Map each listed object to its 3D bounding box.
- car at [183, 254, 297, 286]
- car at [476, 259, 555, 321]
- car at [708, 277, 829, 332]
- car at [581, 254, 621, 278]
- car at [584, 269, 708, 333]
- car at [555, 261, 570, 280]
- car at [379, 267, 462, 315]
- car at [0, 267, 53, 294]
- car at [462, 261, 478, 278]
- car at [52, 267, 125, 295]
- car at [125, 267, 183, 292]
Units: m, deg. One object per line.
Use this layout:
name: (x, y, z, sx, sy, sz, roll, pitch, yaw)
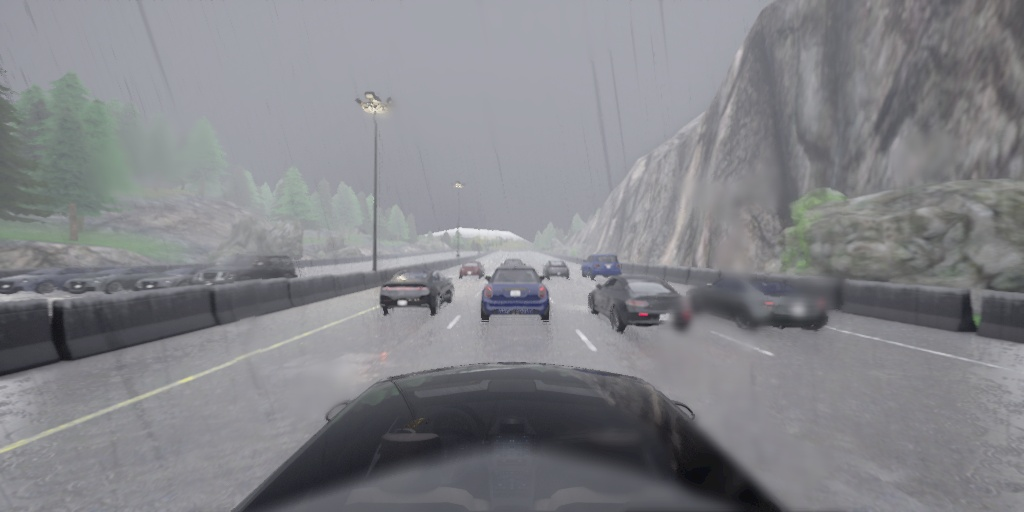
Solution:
car: (-14.101, 0.934, 19.434, 2.150, 2.045, 5.566, 0, 0, 0)
car: (0.100, 1.093, 12.543, 2.097, 1.767, 4.553, 0, 0, 0)
car: (7.100, 1.309, 10.910, 1.994, 1.385, 4.181, 0, 0, 0)
car: (7.100, 0.866, 29.016, 2.150, 2.045, 5.566, 0, 1, 0)
car: (3.600, 1.271, 10.669, 1.812, 1.442, 4.674, 0, 0, 0)
car: (3.600, 1.129, 29.789, 2.128, 1.511, 4.902, 0, 1, 0)
car: (-3.400, 1.229, 13.544, 2.128, 1.511, 4.902, 0, 0, 0)
car: (-24.599, 1.276, 19.418, 1.994, 1.385, 4.181, 0, 0, 0)
car: (-3.400, 1.152, 30.904, 1.812, 1.442, 4.674, 0, 1, 0)
car: (-21.099, 1.276, 19.416, 1.994, 1.385, 4.181, 0, 0, 0)
car: (-17.599, 1.276, 19.412, 1.994, 1.385, 4.181, 0, 0, 0)
